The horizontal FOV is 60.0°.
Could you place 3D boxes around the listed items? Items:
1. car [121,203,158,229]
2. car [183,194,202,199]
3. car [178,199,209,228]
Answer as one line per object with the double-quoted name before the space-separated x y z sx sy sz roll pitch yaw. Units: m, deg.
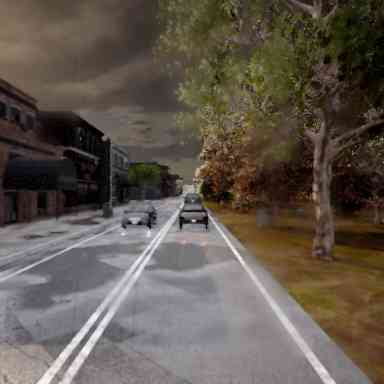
"car" -3.328 1.492 21.820 2.128 1.511 4.902 0 0 0
"car" 0.096 1.212 42.263 2.150 2.045 5.566 0 0 0
"car" 0.099 1.492 22.230 2.128 1.511 4.902 0 0 0
